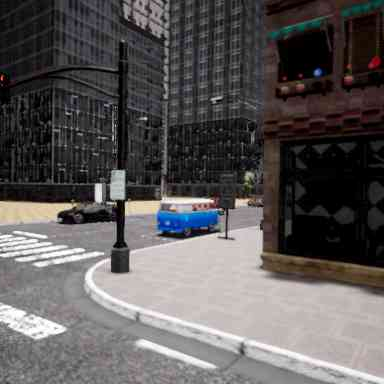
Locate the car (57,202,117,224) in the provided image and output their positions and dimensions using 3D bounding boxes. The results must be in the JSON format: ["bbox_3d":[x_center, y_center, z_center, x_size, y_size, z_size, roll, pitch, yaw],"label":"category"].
[{"bbox_3d":[-6.955,1.341,22.558,1.947,1.339,4.313,2,1,35],"label":"car"}]

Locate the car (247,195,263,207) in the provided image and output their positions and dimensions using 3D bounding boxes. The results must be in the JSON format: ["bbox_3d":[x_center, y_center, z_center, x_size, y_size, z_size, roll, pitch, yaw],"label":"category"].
[{"bbox_3d":[9.075,1.167,45.101,1.967,1.590,4.097,2,1,35],"label":"car"}]

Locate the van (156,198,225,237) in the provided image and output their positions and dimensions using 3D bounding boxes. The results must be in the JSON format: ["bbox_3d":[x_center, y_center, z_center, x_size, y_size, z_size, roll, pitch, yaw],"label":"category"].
[{"bbox_3d":[-0.123,1.298,17.699,1.690,1.788,3.998,2,1,35],"label":"van"}]

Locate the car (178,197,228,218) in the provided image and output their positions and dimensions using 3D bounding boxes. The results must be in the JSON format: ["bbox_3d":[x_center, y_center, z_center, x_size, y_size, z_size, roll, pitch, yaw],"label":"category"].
[{"bbox_3d":[1.087,1.289,29.394,1.882,1.535,5.008,2,1,35],"label":"car"}]
